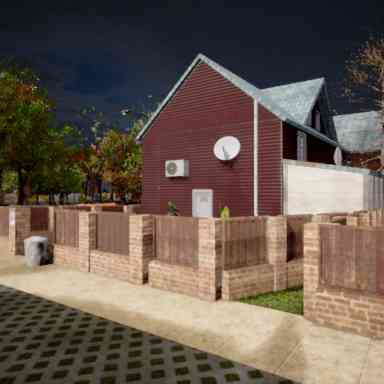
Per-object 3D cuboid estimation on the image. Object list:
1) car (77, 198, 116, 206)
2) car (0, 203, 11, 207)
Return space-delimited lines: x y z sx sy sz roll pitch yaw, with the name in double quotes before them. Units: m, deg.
"car" -9.576 1.430 32.436 2.097 1.767 4.553 0 0 35
"car" -15.207 1.552 24.493 1.837 1.490 4.892 0 -1 35
